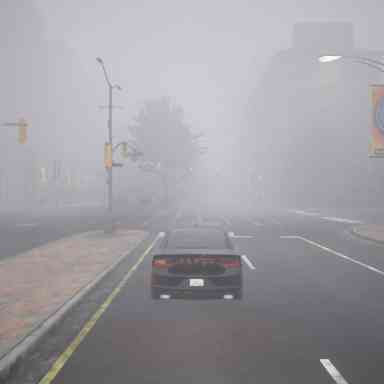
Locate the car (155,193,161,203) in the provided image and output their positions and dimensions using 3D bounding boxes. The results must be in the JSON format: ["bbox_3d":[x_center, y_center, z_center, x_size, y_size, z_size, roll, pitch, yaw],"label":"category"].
[{"bbox_3d":[-7.754,1.526,65.732,1.812,1.442,4.674,0,0,1],"label":"car"}]

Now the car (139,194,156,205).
[{"bbox_3d":[-7.841,1.505,56.473,1.837,1.490,4.892,0,0,1],"label":"car"}]

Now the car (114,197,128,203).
[{"bbox_3d":[-14.460,1.595,67.846,1.895,1.301,4.718,0,0,0],"label":"car"}]

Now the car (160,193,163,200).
[{"bbox_3d":[-7.674,1.225,76.484,2.150,2.045,5.566,0,0,0],"label":"car"}]

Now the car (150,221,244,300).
[{"bbox_3d":[0.114,1.478,8.462,1.882,1.535,5.008,0,0,1],"label":"car"}]
